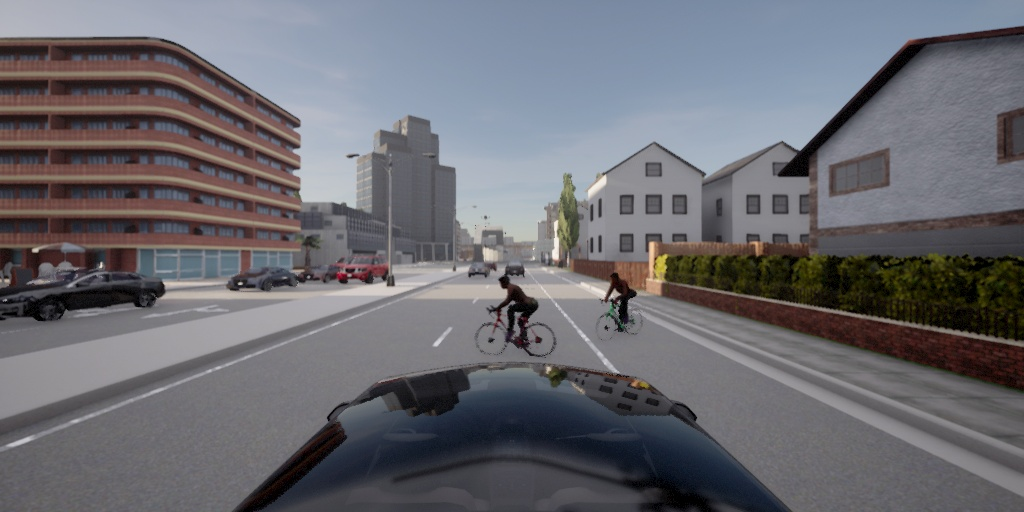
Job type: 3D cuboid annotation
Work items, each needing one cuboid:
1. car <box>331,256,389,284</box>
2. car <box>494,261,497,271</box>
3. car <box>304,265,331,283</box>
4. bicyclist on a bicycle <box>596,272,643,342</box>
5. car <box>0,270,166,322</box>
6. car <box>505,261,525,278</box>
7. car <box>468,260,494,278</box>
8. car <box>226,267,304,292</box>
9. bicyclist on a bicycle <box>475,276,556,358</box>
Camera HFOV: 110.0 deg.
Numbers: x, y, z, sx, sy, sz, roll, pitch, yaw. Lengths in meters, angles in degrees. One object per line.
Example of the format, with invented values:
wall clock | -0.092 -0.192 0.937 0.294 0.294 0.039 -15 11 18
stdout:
car | -11.322 1.009 27.790 2.150 2.045 5.566 0 0 0
car | -3.099 1.316 49.945 1.882 1.535 5.008 0 0 1
car | -14.817 1.361 28.134 1.994 1.385 4.181 0 0 0
bicyclist on a bicycle | 2.617 1.209 8.697 1.656 1.620 0.582 -2 1 -32
car | -15.032 1.259 12.516 2.128 1.511 4.902 0 0 1
car | 0.294 1.290 35.654 1.882 1.535 5.008 0 0 1
car | -3.208 1.359 35.492 2.033 1.411 5.357 0 0 1
car | -14.966 1.349 21.723 1.994 1.385 4.181 0 0 0
bicyclist on a bicycle | 0.033 1.215 7.114 1.656 1.620 0.582 -2 -1 12
